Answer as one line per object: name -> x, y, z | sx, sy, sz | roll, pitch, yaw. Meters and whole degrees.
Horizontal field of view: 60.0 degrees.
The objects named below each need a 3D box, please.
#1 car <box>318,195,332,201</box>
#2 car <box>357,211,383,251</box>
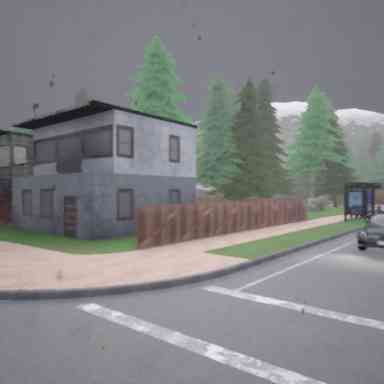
car -> 27.489, 1.062, 69.249 | 1.932, 1.855, 4.605 | 0, 0, 39
car -> 8.072, 1.500, 13.313 | 1.812, 1.442, 4.674 | 0, 0, 40
